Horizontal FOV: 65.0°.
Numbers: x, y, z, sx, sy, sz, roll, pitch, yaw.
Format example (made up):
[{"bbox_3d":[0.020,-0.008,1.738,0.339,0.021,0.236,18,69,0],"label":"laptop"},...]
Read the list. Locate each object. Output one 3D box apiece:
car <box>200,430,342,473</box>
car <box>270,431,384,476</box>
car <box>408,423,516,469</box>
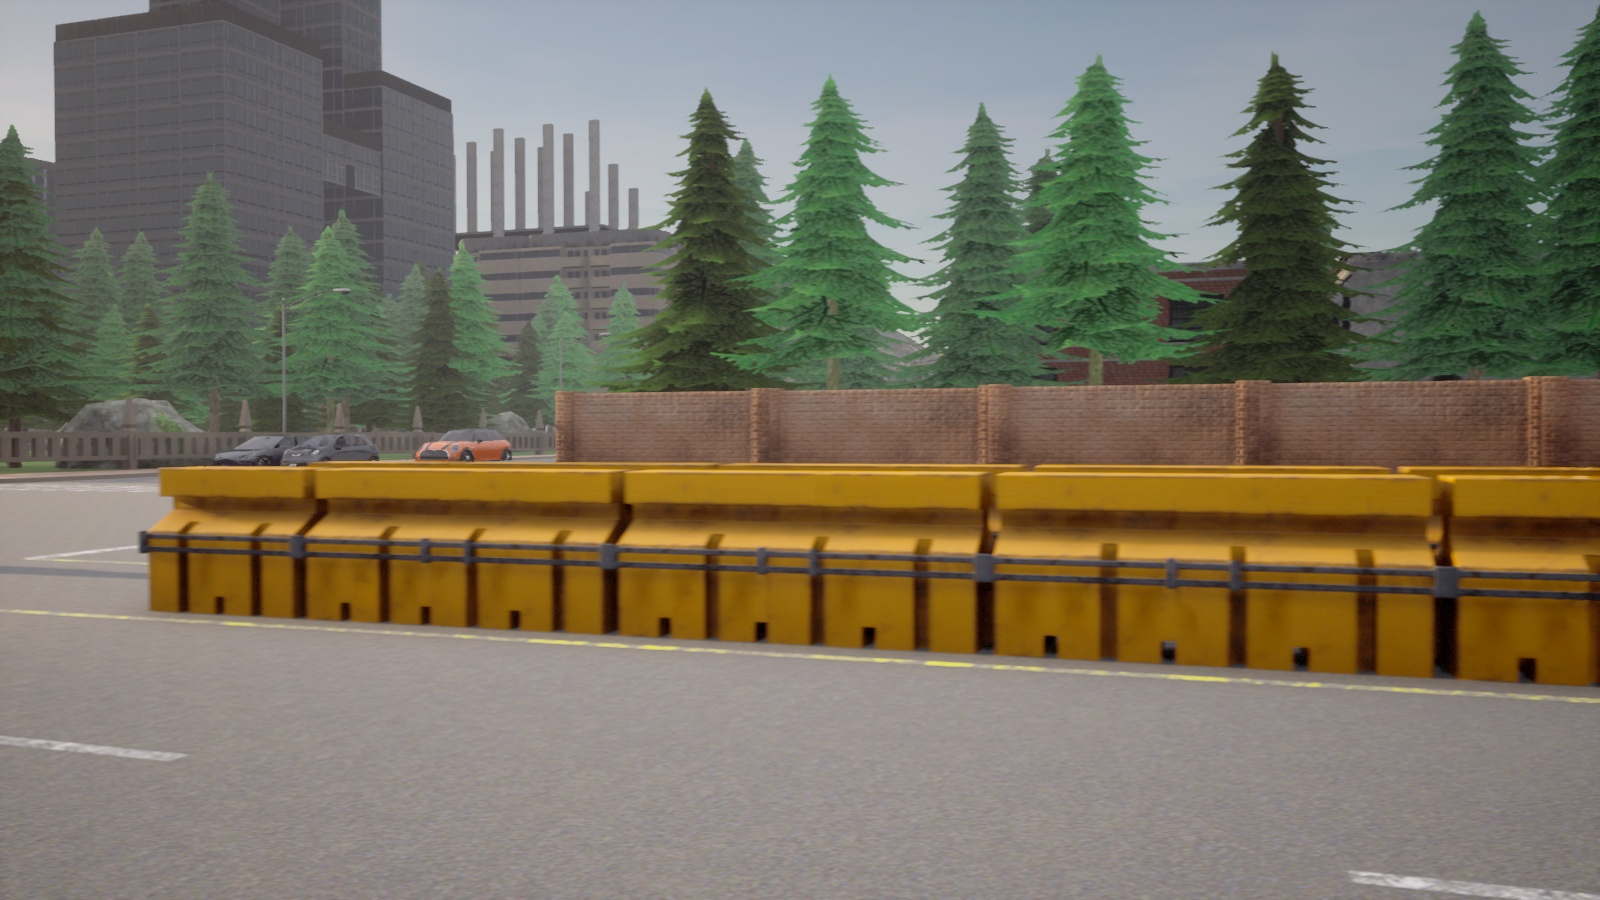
[{"bbox_3d":[-19.328,0.014,46.147,2.163,1.488,4.792,1,1,18],"label":"car"},{"bbox_3d":[-16.428,0.078,43.771,1.845,1.501,3.633,1,1,18],"label":"car"},{"bbox_3d":[-13.822,-0.194,51.634,2.097,1.767,4.553,1,1,18],"label":"car"}]
